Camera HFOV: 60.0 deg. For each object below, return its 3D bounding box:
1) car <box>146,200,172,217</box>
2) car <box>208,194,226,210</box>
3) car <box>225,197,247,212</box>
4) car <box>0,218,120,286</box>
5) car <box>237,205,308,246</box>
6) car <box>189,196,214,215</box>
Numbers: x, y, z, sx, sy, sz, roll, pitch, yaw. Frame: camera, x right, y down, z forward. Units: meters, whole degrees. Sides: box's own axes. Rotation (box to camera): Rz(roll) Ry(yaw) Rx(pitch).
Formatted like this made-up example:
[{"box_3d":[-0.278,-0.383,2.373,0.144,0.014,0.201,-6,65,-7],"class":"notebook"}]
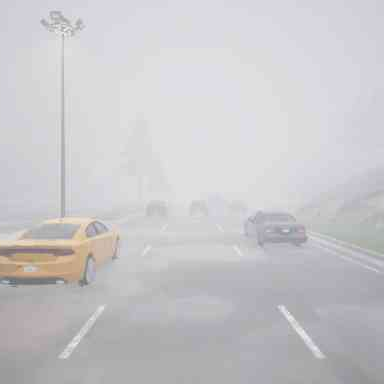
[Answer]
[{"box_3d":[-3.047,1.506,30.984,1.837,1.490,4.892,0,0,4],"class":"car"},{"box_3d":[3.353,1.221,44.274,2.150,2.045,5.566,0,0,16],"class":"car"},{"box_3d":[5.334,1.526,38.302,1.812,1.442,4.674,0,0,14],"class":"car"},{"box_3d":[-3.399,1.477,9.472,1.882,1.535,5.008,0,0,0],"class":"car"},{"box_3d":[3.600,1.547,15.251,2.033,1.411,5.357,0,0,0],"class":"car"},{"box_3d":[0.886,1.505,34.095,1.837,1.490,4.892,0,0,8],"class":"car"}]
